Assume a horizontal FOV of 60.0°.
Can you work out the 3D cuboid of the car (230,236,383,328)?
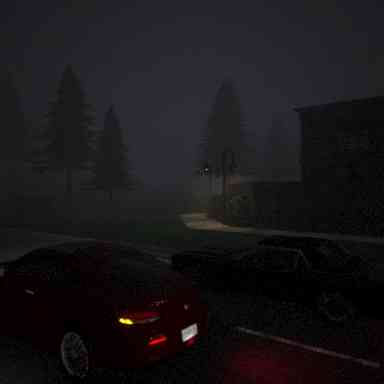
[{"bbox_3d":[1.792,1.601,7.009,4.718,1.301,1.895,0,0,36],"label":"car"}]

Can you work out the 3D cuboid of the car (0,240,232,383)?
[{"bbox_3d":[-1.897,1.526,5.343,4.674,1.442,1.812,0,0,36],"label":"car"}]
